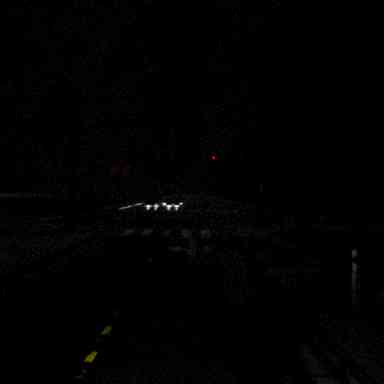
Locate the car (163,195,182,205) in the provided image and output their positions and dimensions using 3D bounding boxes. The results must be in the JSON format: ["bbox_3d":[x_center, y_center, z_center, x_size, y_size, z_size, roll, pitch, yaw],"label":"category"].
[{"bbox_3d":[-3.070,1.433,53.959,1.994,1.385,4.181,0,0,0],"label":"car"}]

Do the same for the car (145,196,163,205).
[{"bbox_3d":[-6.320,1.433,53.917,1.994,1.385,4.181,0,0,0],"label":"car"}]

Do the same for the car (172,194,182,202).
[{"bbox_3d":[-3.058,1.304,69.037,1.882,1.535,5.008,0,0,0],"label":"car"}]
